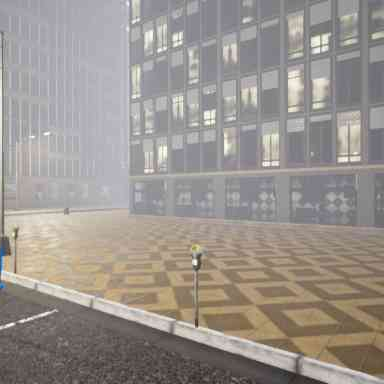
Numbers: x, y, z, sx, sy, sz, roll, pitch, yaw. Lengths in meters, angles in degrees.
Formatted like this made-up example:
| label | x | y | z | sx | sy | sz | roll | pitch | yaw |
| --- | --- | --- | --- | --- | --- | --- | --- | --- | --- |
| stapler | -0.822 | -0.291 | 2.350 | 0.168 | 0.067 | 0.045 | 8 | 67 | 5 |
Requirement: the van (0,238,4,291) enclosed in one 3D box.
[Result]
| label | x | y | z | sx | sy | sz | roll | pitch | yaw |
| --- | --- | --- | --- | --- | --- | --- | --- | --- | --- |
| van | -5.614 | 1.338 | 6.995 | 3.998 | 1.788 | 1.690 | 0 | 0 | 36 |
